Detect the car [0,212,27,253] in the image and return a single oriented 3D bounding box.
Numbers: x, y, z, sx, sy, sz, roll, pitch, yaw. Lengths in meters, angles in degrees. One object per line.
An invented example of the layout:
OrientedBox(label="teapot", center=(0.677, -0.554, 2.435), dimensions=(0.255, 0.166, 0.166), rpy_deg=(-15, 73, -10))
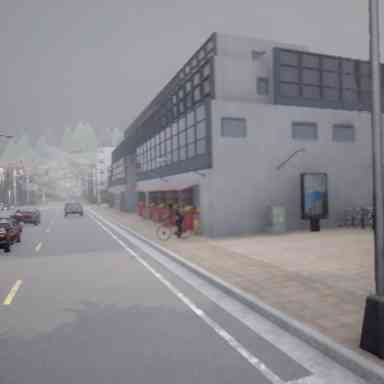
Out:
OrientedBox(label="car", center=(-8.697, 1.823, 14.580), dimensions=(1.895, 1.301, 4.718), rpy_deg=(-1, 0, -20))

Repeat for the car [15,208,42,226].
OrientedBox(label="car", center=(-12.980, 1.937, 26.110), dimensions=(1.895, 1.301, 4.718), rpy_deg=(-1, 0, -20))

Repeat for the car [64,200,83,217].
OrientedBox(label="car", center=(-12.845, 1.887, 36.175), dimensions=(2.033, 1.411, 5.357), rpy_deg=(-1, 0, -20))

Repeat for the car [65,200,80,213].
OrientedBox(label="car", center=(-16.764, 1.951, 46.592), dimensions=(1.837, 1.490, 4.892), rpy_deg=(-1, 0, -20))

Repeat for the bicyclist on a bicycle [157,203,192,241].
OrientedBox(label="bicyclist on a bicycle", center=(-0.789, 1.326, 14.757), dimensions=(1.656, 1.620, 0.582), rpy_deg=(-2, 0, -20))
